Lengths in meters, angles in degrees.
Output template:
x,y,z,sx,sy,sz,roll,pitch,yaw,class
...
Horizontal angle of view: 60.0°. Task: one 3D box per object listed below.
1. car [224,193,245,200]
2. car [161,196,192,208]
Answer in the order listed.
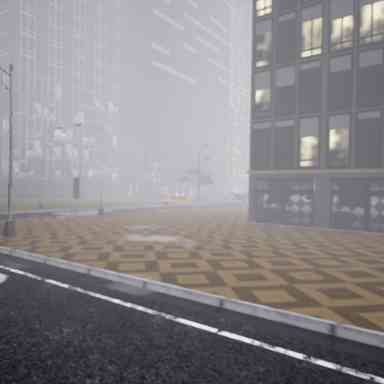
x,y,z,sx,sy,sz,roll,pitch,yaw,class
7.263,0.802,56.790,2.097,1.767,4.553,2,1,37,car
-2.036,1.233,44.475,1.882,1.535,5.008,2,1,37,car
